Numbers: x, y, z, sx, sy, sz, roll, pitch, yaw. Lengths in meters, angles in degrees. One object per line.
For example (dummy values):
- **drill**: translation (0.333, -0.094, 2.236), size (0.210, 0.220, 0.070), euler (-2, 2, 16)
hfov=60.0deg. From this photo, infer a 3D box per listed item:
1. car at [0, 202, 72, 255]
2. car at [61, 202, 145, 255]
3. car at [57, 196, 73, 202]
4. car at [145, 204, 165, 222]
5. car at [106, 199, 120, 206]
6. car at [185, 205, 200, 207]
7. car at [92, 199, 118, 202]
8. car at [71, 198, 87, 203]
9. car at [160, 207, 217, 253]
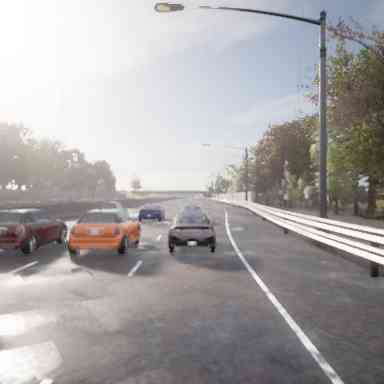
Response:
- **car**: translation (-6.991, 1.485, 14.071), size (2.097, 1.767, 4.553), euler (0, -1, 0)
- **car**: translation (-3.490, 1.485, 14.072), size (2.097, 1.767, 4.553), euler (0, -1, 0)
- **car**: translation (-27.965, 1.998, 73.898), size (2.150, 2.045, 5.566), euler (0, -1, 0)
- **car**: translation (-3.479, 1.767, 29.474), size (1.882, 1.535, 5.008), euler (0, 0, 0)
- **car**: translation (-17.465, 2.273, 73.919), size (1.837, 1.490, 4.892), euler (0, -1, 0)
- **car**: translation (0.015, 1.832, 28.984), size (2.033, 1.411, 5.357), euler (0, -1, 0)
- **car**: translation (-6.985, 1.635, 29.067), size (2.097, 1.767, 4.553), euler (0, -1, 0)
- **car**: translation (-24.465, 2.368, 73.892), size (1.895, 1.301, 4.718), euler (0, -1, 0)
- **car**: translation (0.011, 1.630, 14.290), size (2.128, 1.511, 4.902), euler (0, 0, 0)
